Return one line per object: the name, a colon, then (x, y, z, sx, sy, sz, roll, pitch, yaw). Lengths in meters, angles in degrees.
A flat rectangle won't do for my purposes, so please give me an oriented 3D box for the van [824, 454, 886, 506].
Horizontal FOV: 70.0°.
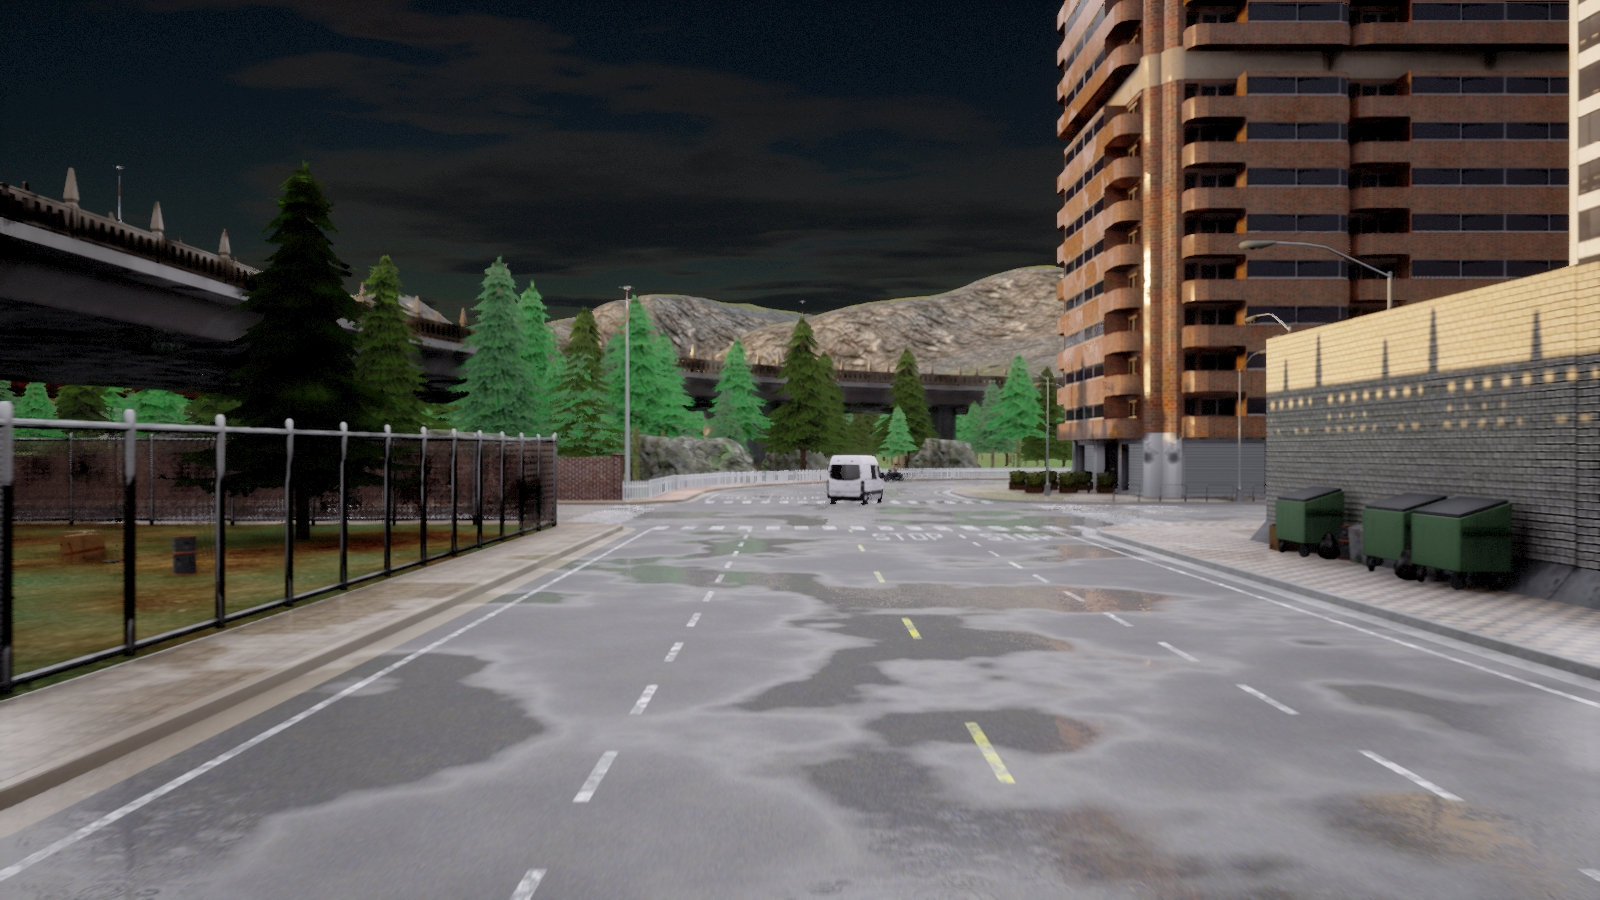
van: (2.979, 1.504, 60.391, 1.988, 2.561, 5.915, 1, 0, 15)
